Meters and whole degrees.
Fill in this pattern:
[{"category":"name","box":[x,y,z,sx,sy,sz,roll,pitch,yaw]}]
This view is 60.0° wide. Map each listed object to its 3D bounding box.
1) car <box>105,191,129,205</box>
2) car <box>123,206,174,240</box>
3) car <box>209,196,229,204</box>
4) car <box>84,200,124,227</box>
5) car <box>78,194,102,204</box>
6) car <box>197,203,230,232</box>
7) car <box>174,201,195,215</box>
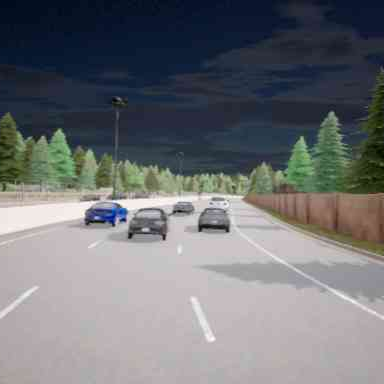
[{"category":"car","box":[-12.636,0.991,56.283,2.150,2.045,5.566,2,0,7]},{"category":"car","box":[-2.090,1.523,17.106,1.812,1.442,4.674,2,0,-1]},{"category":"car","box":[3.286,1.517,40.699,2.150,2.045,5.566,2,0,7]},{"category":"car","box":[-5.512,1.372,22.042,1.882,1.535,5.008,2,0,2]},{"category":"car","box":[-16.448,1.137,53.972,1.837,1.490,4.892,2,0,7]},{"category":"car","box":[1.395,1.708,21.414,1.994,1.385,4.181,2,0,3]},{"category":"car","box":[-0.846,1.669,35.416,2.033,1.411,5.357,2,0,7]}]
